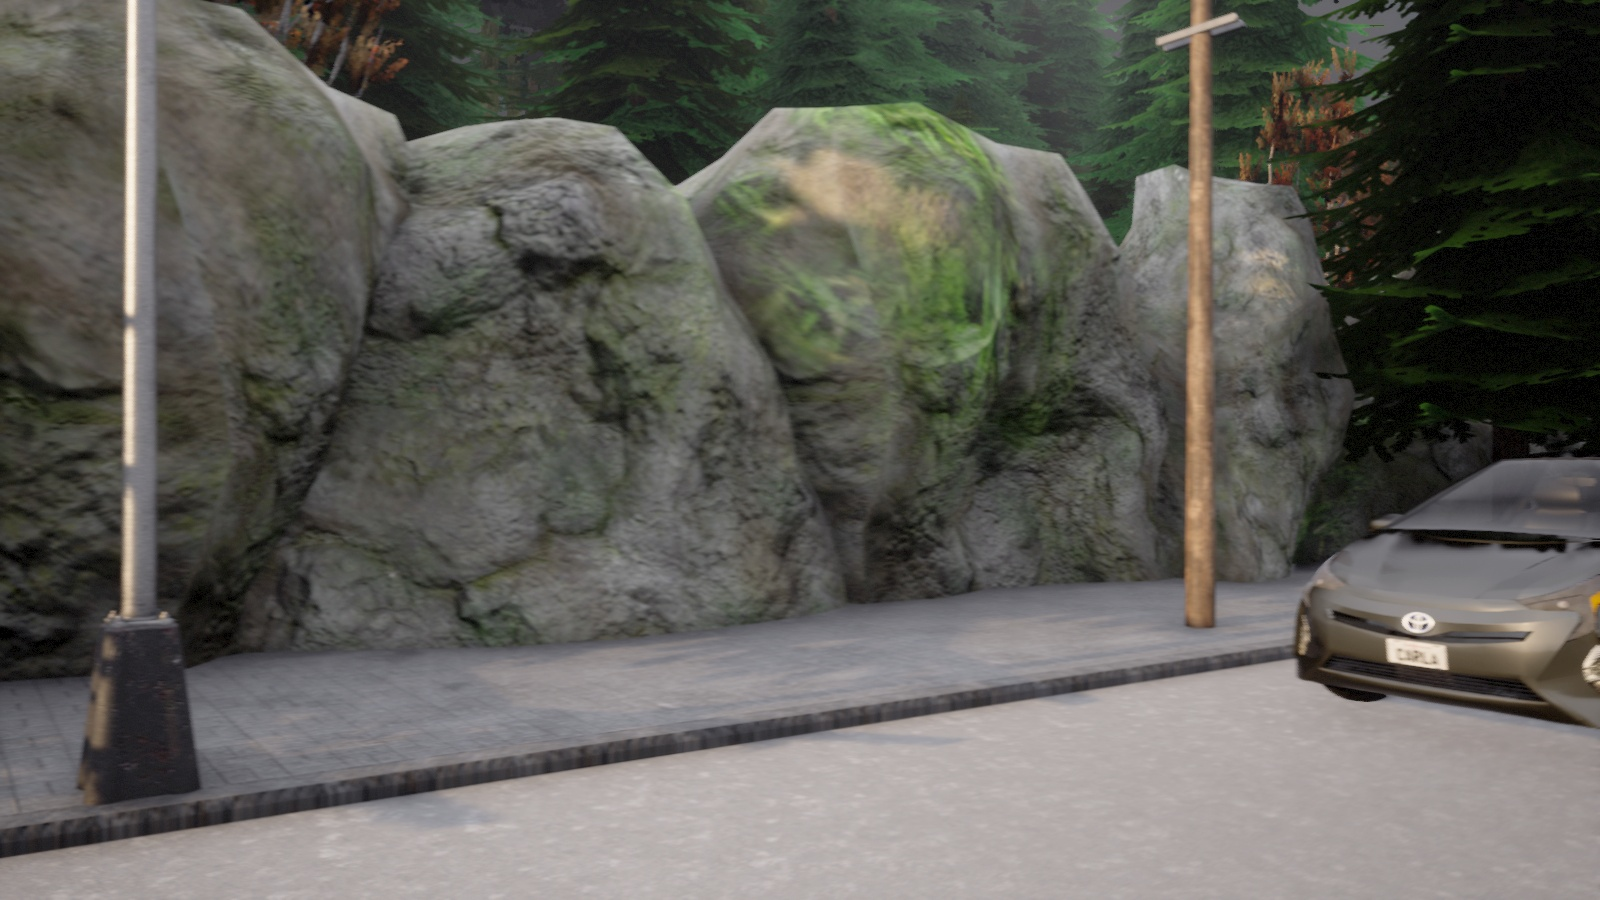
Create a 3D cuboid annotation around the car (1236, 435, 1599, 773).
[{"bbox_3d":[4.945,0.700,7.710,4.514,1.525,2.007,0,0,-35],"label":"car"}]
